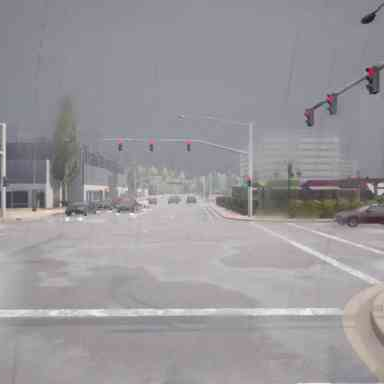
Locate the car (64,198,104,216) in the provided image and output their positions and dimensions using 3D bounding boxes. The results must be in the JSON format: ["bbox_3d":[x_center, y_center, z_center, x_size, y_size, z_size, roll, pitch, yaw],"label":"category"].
[{"bbox_3d":[-10.654,1.547,32.583,2.033,1.411,5.357,0,0,0],"label":"car"}]

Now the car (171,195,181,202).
[{"bbox_3d":[-3.625,1.425,74.832,1.994,1.385,4.181,0,0,0],"label":"car"}]

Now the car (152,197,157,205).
[{"bbox_3d":[-7.178,1.564,58.044,1.994,1.385,4.181,0,0,0],"label":"car"}]

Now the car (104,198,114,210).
[{"bbox_3d":[-10.669,1.505,42.139,1.837,1.490,4.892,0,0,0],"label":"car"}]

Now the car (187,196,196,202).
[{"bbox_3d":[-0.125,1.468,74.870,1.895,1.301,4.718,0,0,0],"label":"car"}]

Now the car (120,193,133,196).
[{"bbox_3d":[-10.679,1.222,53.765,2.150,2.045,5.566,0,0,0],"label":"car"}]

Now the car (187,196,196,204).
[{"bbox_3d":[-0.108,1.491,64.565,2.128,1.511,4.902,0,0,0],"label":"car"}]

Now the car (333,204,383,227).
[{"bbox_3d":[11.769,1.526,21.917,4.674,1.442,1.812,0,0,1],"label":"car"}]

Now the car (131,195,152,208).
[{"bbox_3d":[-7.172,1.526,46.861,1.812,1.442,4.674,0,0,0],"label":"car"}]

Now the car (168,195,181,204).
[{"bbox_3d":[-3.608,1.547,64.559,2.033,1.411,5.357,0,0,0],"label":"car"}]

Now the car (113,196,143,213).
[{"bbox_3d":[-7.163,1.505,37.675,1.837,1.490,4.892,0,0,0],"label":"car"}]
